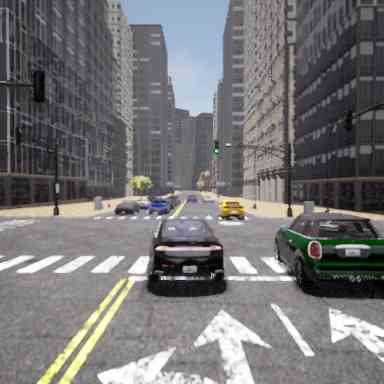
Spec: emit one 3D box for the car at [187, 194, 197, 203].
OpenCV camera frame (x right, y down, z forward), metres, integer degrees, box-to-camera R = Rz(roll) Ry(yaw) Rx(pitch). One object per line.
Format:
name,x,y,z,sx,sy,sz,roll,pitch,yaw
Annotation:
car,0.016,1.267,65.952,2.097,1.767,4.553,0,0,0

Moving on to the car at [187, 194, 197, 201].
car,0.018,1.254,75.985,2.128,1.511,4.902,0,0,0

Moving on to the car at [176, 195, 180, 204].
car,-3.258,1.464,52.208,1.812,1.442,4.674,0,0,0

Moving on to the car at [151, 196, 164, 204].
car,-6.486,1.484,63.329,1.994,1.385,4.181,0,0,0

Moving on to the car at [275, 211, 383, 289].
car,3.687,1.361,9.370,2.097,1.767,4.553,0,-1,5

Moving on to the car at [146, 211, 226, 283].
car,-0.288,1.507,9.667,2.128,1.511,4.902,0,-1,-6

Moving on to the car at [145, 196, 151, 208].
car,-6.570,1.551,44.029,1.895,1.301,4.718,0,0,0

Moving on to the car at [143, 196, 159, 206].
car,-6.496,1.441,53.350,1.837,1.490,4.892,0,0,0

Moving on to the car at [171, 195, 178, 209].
car,-3.314,1.515,43.618,1.994,1.385,4.181,0,0,1

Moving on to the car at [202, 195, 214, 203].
car,3.266,1.516,66.011,1.895,1.301,4.718,0,0,0

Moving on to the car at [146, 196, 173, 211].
car,-3.332,1.489,34.873,1.812,1.442,4.674,0,0,0

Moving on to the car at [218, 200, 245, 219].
car,3.362,1.442,29.077,1.882,1.535,5.008,0,0,0

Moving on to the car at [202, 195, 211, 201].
car,3.268,1.324,76.013,1.895,1.301,4.718,0,0,0

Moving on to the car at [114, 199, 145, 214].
car,-6.577,1.512,34.442,2.033,1.411,5.357,0,0,0
